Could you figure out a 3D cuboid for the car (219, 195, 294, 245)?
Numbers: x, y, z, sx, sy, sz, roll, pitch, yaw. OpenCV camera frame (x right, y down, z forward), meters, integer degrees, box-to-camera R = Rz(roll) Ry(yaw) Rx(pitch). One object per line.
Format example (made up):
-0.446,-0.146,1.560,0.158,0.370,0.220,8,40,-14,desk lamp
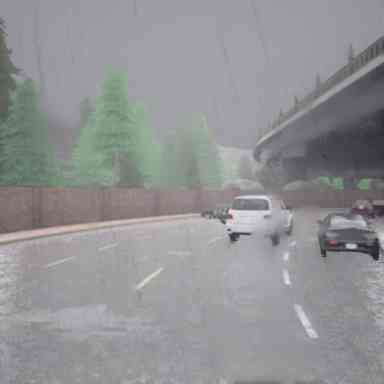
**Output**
3.395,1.217,15.870,2.150,2.045,5.566,0,-1,25,car

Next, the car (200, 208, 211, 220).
3.014,1.548,27.923,2.033,1.411,5.357,0,0,42,car

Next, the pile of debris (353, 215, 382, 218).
15.467,2.176,29.351,1.860,0.140,1.500,0,0,-31,pile of debris

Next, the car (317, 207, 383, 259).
5.788,1.526,12.581,1.812,1.442,4.674,0,0,20,car

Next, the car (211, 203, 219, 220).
4.047,1.221,23.731,2.150,2.045,5.566,0,0,39,car

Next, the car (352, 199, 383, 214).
16.095,1.352,29.265,4.553,1.767,2.097,0,0,-32,car
